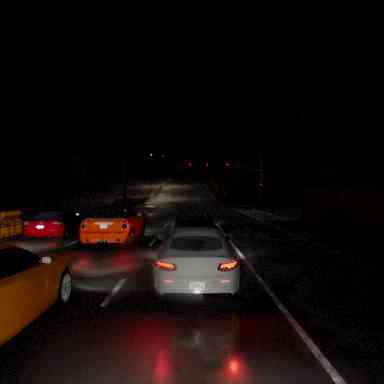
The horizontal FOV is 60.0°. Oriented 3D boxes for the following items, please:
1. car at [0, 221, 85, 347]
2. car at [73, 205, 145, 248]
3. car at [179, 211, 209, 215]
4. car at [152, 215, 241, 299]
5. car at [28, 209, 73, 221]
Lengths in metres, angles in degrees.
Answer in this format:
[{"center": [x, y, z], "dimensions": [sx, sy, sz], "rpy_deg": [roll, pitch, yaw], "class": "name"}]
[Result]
[{"center": [-3.402, 1.478, 4.977], "dimensions": [1.882, 1.535, 5.008], "rpy_deg": [0, 0, 0], "class": "car"}, {"center": [-3.406, 1.352, 14.950], "dimensions": [2.097, 1.767, 4.553], "rpy_deg": [0, 0, 0], "class": "car"}, {"center": [0.094, 1.601, 17.189], "dimensions": [1.895, 1.301, 4.718], "rpy_deg": [0, 0, 0], "class": "car"}, {"center": [0.094, 1.526, 8.301], "dimensions": [1.812, 1.442, 4.674], "rpy_deg": [0, 0, 0], "class": "car"}, {"center": [-6.906, 1.564, 17.145], "dimensions": [1.994, 1.385, 4.181], "rpy_deg": [0, 0, 0], "class": "car"}]
